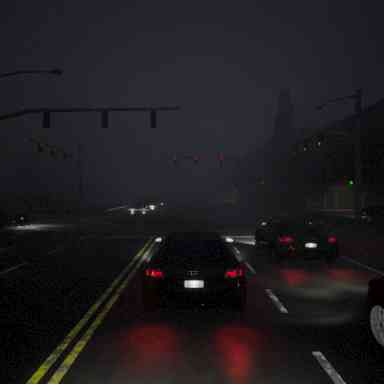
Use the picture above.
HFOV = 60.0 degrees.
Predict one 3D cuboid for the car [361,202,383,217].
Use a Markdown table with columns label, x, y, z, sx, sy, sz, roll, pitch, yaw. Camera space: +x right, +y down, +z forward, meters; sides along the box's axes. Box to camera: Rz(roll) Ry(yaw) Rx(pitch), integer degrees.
| label | x | y | z | sx | sy | sz | roll | pitch | yaw |
| --- | --- | --- | --- | --- | --- | --- | --- | --- | --- |
| car | 18.678 | 1.547 | 30.863 | 5.357 | 1.411 | 2.033 | 0 | 0 | 0 |

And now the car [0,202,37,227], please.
| label | x | y | z | sx | sy | sz | roll | pitch | yaw |
| --- | --- | --- | --- | --- | --- | --- | --- | --- | --- |
| car | -13.084 | 1.564 | 22.248 | 4.181 | 1.385 | 1.994 | 0 | 0 | 11 |

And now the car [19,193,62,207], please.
| label | x | y | z | sx | sy | sz | roll | pitch | yaw |
| --- | --- | --- | --- | --- | --- | --- | --- | --- | --- |
| car | -21.566 | 1.153 | 47.469 | 4.605 | 1.855 | 1.932 | 0 | 0 | 0 |

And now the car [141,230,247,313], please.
| label | x | y | z | sx | sy | sz | roll | pitch | yaw |
| --- | --- | --- | --- | --- | --- | --- | --- | --- | --- |
| car | 0.043 | 1.564 | 7.773 | 1.994 | 1.385 | 4.181 | 0 | 0 | 0 |

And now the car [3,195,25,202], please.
| label | x | y | z | sx | sy | sz | roll | pitch | yaw |
| --- | --- | --- | --- | --- | --- | --- | --- | --- | --- |
| car | -39.041 | 1.364 | 72.838 | 3.905 | 1.438 | 1.784 | 0 | 0 | 0 |

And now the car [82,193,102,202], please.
| label | x | y | z | sx | sy | sz | roll | pitch | yaw |
| --- | --- | --- | --- | --- | --- | --- | --- | --- | --- |
| car | -21.581 | 1.156 | 69.986 | 3.866 | 1.878 | 1.905 | 0 | 0 | 0 |

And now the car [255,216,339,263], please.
| label | x | y | z | sx | sy | sz | roll | pitch | yaw |
| --- | --- | --- | --- | --- | --- | --- | --- | --- | --- |
| car | 3.544 | 1.564 | 11.953 | 1.994 | 1.385 | 4.181 | 0 | 0 | 0 |

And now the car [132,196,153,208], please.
| label | x | y | z | sx | sy | sz | roll | pitch | yaw |
| --- | --- | --- | --- | --- | --- | --- | --- | --- | --- |
| car | -7.316 | 1.478 | 47.806 | 1.882 | 1.535 | 5.008 | 0 | 0 | 1 |

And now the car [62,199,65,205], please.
| label | x | y | z | sx | sy | sz | roll | pitch | yaw |
| --- | --- | --- | --- | --- | --- | --- | --- | --- | --- |
| car | -21.516 | 1.156 | 50.363 | 3.866 | 1.878 | 1.905 | 0 | 0 | 0 |

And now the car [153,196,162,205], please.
| label | x | y | z | sx | sy | sz | roll | pitch | yaw |
| --- | --- | --- | --- | --- | --- | --- | --- | --- | --- |
| car | -7.112 | 1.491 | 58.182 | 2.128 | 1.511 | 4.902 | 0 | 0 | 2 |

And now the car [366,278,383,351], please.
| label | x | y | z | sx | sy | sz | roll | pitch | yaw |
| --- | --- | --- | --- | --- | --- | --- | --- | --- | --- |
| car | 3.595 | 1.478 | 3.104 | 1.882 | 1.535 | 5.008 | 0 | 0 | 0 |

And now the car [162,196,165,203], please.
| label | x | y | z | sx | sy | sz | roll | pitch | yaw |
| --- | --- | --- | --- | --- | --- | --- | --- | --- | --- |
| car | -6.772 | 1.525 | 69.064 | 1.812 | 1.442 | 4.674 | 0 | 0 | 1 |

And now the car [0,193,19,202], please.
| label | x | y | z | sx | sy | sz | roll | pitch | yaw |
| --- | --- | --- | --- | --- | --- | --- | --- | --- | --- |
| car | -39.101 | 1.153 | 69.941 | 4.605 | 1.855 | 1.932 | 0 | 0 | 0 |
